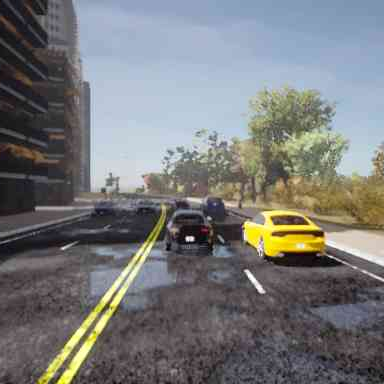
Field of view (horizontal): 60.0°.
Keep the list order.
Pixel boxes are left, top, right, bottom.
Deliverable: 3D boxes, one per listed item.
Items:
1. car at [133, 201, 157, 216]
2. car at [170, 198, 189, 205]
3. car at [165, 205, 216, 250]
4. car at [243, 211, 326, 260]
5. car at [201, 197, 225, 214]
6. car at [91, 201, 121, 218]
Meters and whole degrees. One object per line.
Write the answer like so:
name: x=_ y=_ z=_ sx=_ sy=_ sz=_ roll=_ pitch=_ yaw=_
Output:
car: x=-4.262 y=1.489 z=30.928 sx=1.994 sy=1.385 sz=4.181 roll=0 pitch=0 yaw=-4
car: x=-1.304 y=1.386 z=36.349 sx=2.128 sy=1.511 sz=4.902 roll=0 pitch=0 yaw=-4
car: x=-0.137 y=1.487 z=14.057 sx=1.812 sy=1.442 sz=4.674 roll=0 pitch=0 yaw=-2
car: x=3.159 y=1.437 z=12.297 sx=1.882 sy=1.535 sz=5.008 roll=0 pitch=0 yaw=-1
car: x=2.087 y=1.248 z=34.383 sx=2.097 sy=1.767 sz=4.553 roll=0 pitch=0 yaw=-4
car: x=-7.425 y=1.497 z=28.964 sx=1.994 sy=1.385 sz=4.181 roll=0 pitch=0 yaw=-3
